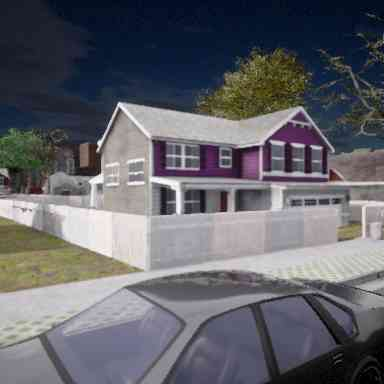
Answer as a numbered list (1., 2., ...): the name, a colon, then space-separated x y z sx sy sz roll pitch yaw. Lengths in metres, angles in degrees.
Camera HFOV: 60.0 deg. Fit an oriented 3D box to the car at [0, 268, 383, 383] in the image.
1. car: 0.052 1.549 3.078 5.357 1.411 2.033 0 0 -35
